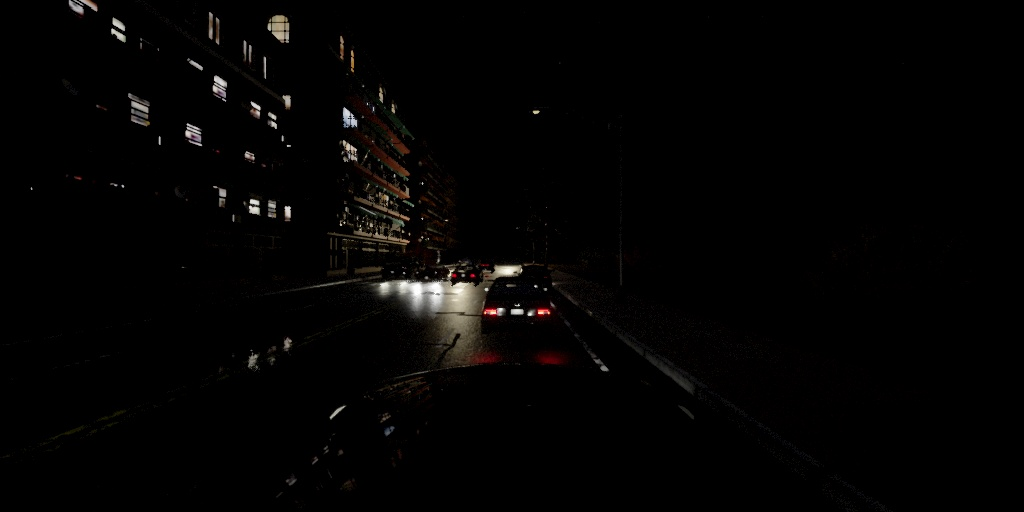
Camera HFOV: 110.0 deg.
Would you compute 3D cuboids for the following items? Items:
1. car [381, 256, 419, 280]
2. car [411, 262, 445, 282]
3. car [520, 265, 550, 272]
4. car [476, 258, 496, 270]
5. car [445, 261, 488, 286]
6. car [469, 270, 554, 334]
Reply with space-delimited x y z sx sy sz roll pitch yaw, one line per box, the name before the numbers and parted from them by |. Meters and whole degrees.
car | -9.795 0.973 32.124 2.150 2.045 5.566 0 0 0
car | -6.549 1.353 29.682 1.895 1.301 4.718 0 0 0
car | 1.171 1.257 20.240 1.837 1.490 4.892 0 0 0
car | -3.073 1.254 43.526 1.837 1.490 4.892 0 0 0
car | -3.097 1.299 25.398 2.033 1.411 5.357 0 0 0
car | 0.117 1.299 10.551 2.033 1.411 5.357 0 0 0
